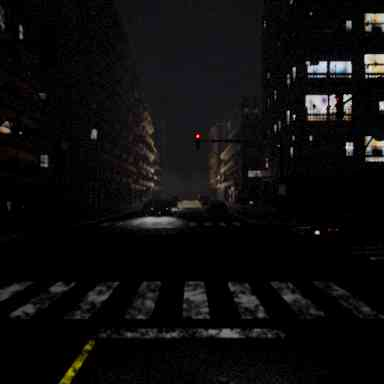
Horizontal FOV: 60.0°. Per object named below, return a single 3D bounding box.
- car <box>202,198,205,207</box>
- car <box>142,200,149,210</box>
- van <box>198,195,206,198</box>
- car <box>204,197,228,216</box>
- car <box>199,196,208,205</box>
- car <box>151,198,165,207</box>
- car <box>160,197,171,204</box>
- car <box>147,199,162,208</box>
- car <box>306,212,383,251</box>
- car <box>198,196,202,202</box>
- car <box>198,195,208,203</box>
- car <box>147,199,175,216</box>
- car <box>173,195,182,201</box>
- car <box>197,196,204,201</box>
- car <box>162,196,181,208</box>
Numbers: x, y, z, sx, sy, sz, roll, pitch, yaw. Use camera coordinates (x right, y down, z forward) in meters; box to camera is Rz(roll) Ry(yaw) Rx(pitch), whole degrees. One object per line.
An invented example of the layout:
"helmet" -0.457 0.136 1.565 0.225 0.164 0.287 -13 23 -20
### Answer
"car" 2.620 1.706 40.207 2.008 1.369 4.403 0 0 0
"car" -5.772 1.727 45.727 2.008 1.369 4.403 0 0 0
"van" 2.570 1.610 67.880 1.690 1.788 3.998 0 0 0
"car" 2.630 1.574 34.674 1.967 1.590 4.097 0 0 0
"car" 2.589 1.804 56.810 1.802 1.307 4.206 0 0 0
"car" -5.791 1.787 56.796 1.947 1.339 4.313 0 0 0
"car" -5.822 1.837 73.398 1.887 1.381 4.507 0 0 0
"car" -5.781 1.781 51.261 1.802 1.307 4.206 0 0 0
"car" 6.899 1.514 13.792 4.181 1.385 1.994 -2 -1 -18
"car" 2.579 1.827 62.344 1.802 1.307 4.206 0 0 0
"car" 2.549 1.632 78.948 2.192 1.841 5.009 0 0 0
"car" -3.159 1.733 34.474 1.895 1.301 4.718 0 0 0
"car" -3.120 1.272 66.593 2.097 1.767 4.553 0 0 0
"car" 2.518 1.935 95.549 1.887 1.381 4.507 0 0 0
"car" -3.171 1.759 50.456 1.994 1.385 4.181 0 0 0
